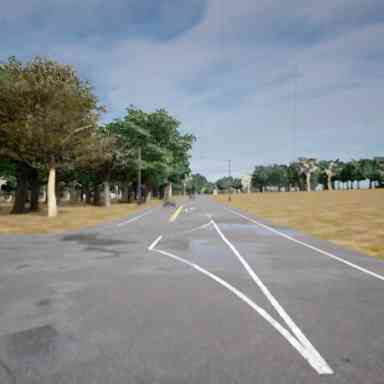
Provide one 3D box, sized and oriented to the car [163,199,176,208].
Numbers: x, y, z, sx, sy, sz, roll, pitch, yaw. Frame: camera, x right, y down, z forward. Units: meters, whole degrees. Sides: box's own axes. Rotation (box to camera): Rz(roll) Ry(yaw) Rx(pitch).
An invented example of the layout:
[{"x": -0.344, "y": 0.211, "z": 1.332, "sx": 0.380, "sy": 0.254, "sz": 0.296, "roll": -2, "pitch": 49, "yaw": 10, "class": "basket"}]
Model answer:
[{"x": -3.577, "y": 1.828, "z": 53.712, "sx": 1.994, "sy": 1.385, "sz": 4.181, "roll": 0, "pitch": 0, "yaw": 0, "class": "car"}]
